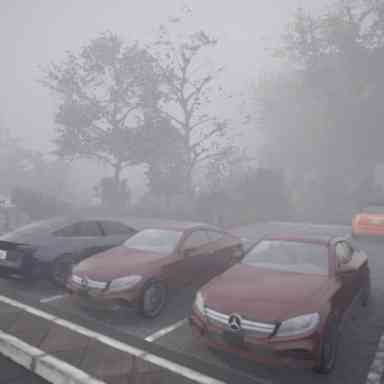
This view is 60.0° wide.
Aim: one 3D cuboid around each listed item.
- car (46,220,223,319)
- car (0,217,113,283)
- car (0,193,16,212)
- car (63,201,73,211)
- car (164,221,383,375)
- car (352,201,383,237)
[{"bbox_3d":[-0.452,1.428,7.428,2.002,1.452,4.674,1,0,36],"label":"car"},{"bbox_3d":[-2.731,1.397,9.101,2.163,1.488,4.792,1,0,36],"label":"car"},{"bbox_3d":[-16.352,1.073,34.695,2.435,2.045,5.566,1,0,36],"label":"car"},{"bbox_3d":[-14.123,1.224,33.027,2.185,1.767,4.553,1,0,36],"label":"car"},{"bbox_3d":[1.841,1.449,5.778,2.002,1.452,4.674,1,0,36],"label":"car"},{"bbox_3d":[9.141,1.281,15.981,2.185,1.767,4.553,1,0,36],"label":"car"}]
